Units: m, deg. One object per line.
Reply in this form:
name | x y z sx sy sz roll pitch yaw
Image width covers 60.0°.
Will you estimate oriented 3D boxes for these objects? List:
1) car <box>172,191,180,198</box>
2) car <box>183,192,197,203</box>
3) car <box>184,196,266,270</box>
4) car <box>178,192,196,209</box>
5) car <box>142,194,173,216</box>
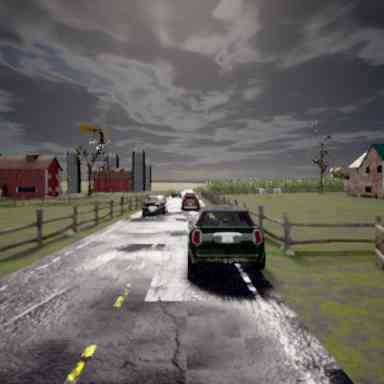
car | -3.164 0.542 68.846 1.994 1.385 4.181 0 1 0
car | -0.264 0.766 48.526 1.882 1.535 5.008 0 1 0
car | 0.897 1.188 10.641 2.097 1.767 4.553 0 1 0
car | -0.157 1.012 34.592 1.812 1.442 4.674 0 1 0
car | -3.015 1.078 27.681 2.128 1.511 4.902 0 1 0
